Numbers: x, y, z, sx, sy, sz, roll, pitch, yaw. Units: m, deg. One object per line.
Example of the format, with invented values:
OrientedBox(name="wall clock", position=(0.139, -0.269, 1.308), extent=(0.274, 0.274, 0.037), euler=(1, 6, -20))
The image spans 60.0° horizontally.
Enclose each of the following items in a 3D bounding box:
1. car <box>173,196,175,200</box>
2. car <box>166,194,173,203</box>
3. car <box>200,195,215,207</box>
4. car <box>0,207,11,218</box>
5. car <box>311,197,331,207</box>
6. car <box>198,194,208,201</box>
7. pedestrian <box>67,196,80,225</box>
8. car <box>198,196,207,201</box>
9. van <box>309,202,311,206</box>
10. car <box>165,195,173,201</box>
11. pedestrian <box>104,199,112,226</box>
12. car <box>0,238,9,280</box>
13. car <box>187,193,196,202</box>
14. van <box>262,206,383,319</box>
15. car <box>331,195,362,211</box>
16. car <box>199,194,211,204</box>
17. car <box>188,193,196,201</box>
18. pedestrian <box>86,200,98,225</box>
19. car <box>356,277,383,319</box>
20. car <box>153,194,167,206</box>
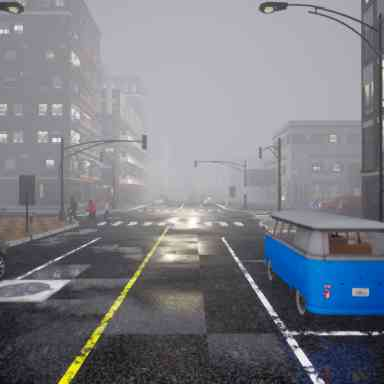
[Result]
OrientedBox(name="car", position=(-5.737, 1.627, 79.563), extent=(2.008, 1.369, 4.403), euler=(0, 0, 0))
OrientedBox(name="car", position=(-5.729, 1.372, 68.485), extent=(2.192, 1.841, 5.009), euler=(0, 0, 0))
OrientedBox(name="car", position=(2.661, 1.559, 52.043), extent=(1.752, 1.417, 4.829), euler=(0, 0, 0))
OrientedBox(name="car", position=(-17.483, 1.533, 27.886), extent=(4.206, 1.307, 1.802), euler=(0, 0, 0))
OrientedBox(name="car", position=(15.471, 1.294, 33.775), extent=(5.566, 2.045, 2.150), euler=(0, 0, 0))
OrientedBox(name="car", position=(2.654, 1.630, 62.952), extent=(1.802, 1.307, 4.206), euler=(0, 0, 0))
OrientedBox(name="pedestrian", position=(-7.538, 1.141, 21.185), extent=(0.375, 1.860, 0.375), euler=(0, 0, 0))
OrientedBox(name="car", position=(2.640, 1.638, 85.108), extent=(2.008, 1.369, 4.403), euler=(0, 0, 0))
OrientedBox(name="van", position=(14.877, 1.424, 36.365), extent=(3.998, 1.788, 1.690), euler=(0, 0, 0))
OrientedBox(name="car", position=(-5.740, 1.613, 84.933), extent=(1.752, 1.417, 4.829), euler=(0, 0, 0))
OrientedBox(name="pedestrian", position=(-5.591, 1.300, 21.773), extent=(0.375, 1.860, 0.375), euler=(0, 0, 0))
OrientedBox(name="car", position=(-5.692, 1.567, 7.107), extent=(1.947, 1.339, 4.313), euler=(0, 0, 0))
OrientedBox(name="car", position=(-0.048, 1.430, 78.648), extent=(2.097, 1.767, 4.553), euler=(0, 0, 0))
OrientedBox(name="van", position=(2.656, 1.342, 7.086), extent=(1.690, 1.788, 3.998), euler=(0, 0, 0))
OrientedBox(name="car", position=(14.905, 1.357, 27.986), extent=(5.009, 1.841, 2.192), euler=(0, 0, 0))
OrientedBox(name="car", position=(2.651, 1.372, 68.491), extent=(2.192, 1.841, 5.009), euler=(0, 0, 0))
OrientedBox(name="car", position=(-0.054, 1.209, 88.711), extent=(2.150, 2.045, 5.566), euler=(0, 0, 0))
OrientedBox(name="pedestrian", position=(-6.728, 1.300, 22.382), extent=(0.375, 1.860, 0.375), euler=(0, 0, 0))
OrientedBox(name="car", position=(2.659, 1.582, 1.397), extent=(1.802, 1.307, 4.206), euler=(0, 0, 0))
OrientedBox(name="car", position=(-5.723, 1.566, 57.236), extent=(1.752, 1.417, 4.829), euler=(0, 0, 0))
